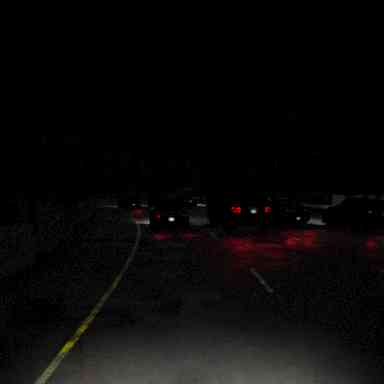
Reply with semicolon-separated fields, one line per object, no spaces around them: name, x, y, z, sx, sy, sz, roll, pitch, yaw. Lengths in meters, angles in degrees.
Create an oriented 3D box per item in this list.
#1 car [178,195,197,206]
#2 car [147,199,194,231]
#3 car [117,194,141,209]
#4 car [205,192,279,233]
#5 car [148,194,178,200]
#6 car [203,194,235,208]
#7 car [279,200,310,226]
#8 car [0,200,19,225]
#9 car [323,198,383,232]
car;-1.020;1.045;40.895;1.994;1.385;4.181;0;1;-25
car;-1.362;1.324;18.864;1.994;1.385;4.181;0;1;-10
car;-7.170;1.030;37.575;1.837;1.490;4.892;0;1;-24
car;2.420;0.987;18.210;2.150;2.045;5.566;0;0;-10
car;-3.730;0.989;38.435;1.882;1.535;5.008;0;1;-24
car;3.149;0.997;40.165;1.837;1.490;4.892;0;1;-23
car;5.445;1.226;20.741;2.128;1.511;4.902;0;1;-10
car;-12.382;1.261;20.953;2.128;1.511;4.902;0;1;-13
car;9.275;1.115;18.577;2.097;1.767;4.553;0;1;-9
